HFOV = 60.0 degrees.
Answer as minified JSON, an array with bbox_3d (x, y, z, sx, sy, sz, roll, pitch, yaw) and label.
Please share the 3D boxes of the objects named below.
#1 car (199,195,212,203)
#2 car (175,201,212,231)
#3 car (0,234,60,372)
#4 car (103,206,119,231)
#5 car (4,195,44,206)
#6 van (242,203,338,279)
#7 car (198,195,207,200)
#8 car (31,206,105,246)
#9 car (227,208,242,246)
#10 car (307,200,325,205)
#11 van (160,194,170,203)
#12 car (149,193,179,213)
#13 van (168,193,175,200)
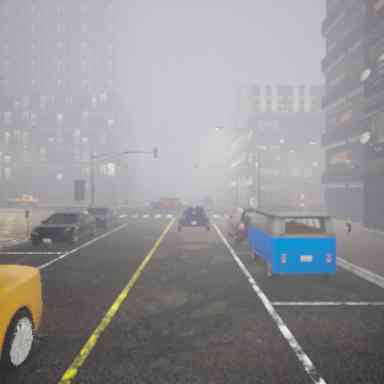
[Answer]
[{"bbox_3d":[2.723,1.498,60.132,1.947,1.339,4.313,0,0,0],"label":"car"},{"bbox_3d":[0.110,1.500,20.367,1.812,1.442,4.674,0,0,0],"label":"car"},{"bbox_3d":[-3.094,1.474,2.791,1.882,1.535,5.008,0,0,0],"label":"car"},{"bbox_3d":[-5.680,1.540,20.492,1.947,1.339,4.313,0,0,0],"label":"car"},{"bbox_3d":[-22.006,1.074,43.610,4.829,1.417,1.752,1,-1,-1],"label":"car"},{"bbox_3d":[2.694,1.328,9.691,1.690,1.788,3.998,0,0,0],"label":"van"},{"bbox_3d":[2.738,1.460,87.062,2.008,1.369,4.403,0,0,0],"label":"car"},{"bbox_3d":[-5.683,1.546,15.246,1.947,1.339,4.313,0,0,0],"label":"car"},{"bbox_3d":[2.697,1.421,15.242,1.967,1.590,4.097,0,0,0],"label":"car"},{"bbox_3d":[16.053,1.706,43.933,4.097,1.590,1.967,1,-1,-1],"label":"car"},{"bbox_3d":[-5.652,1.264,70.103,1.690,1.788,3.998,0,0,0],"label":"van"},{"bbox_3d":[-2.908,1.291,36.497,2.097,1.767,4.553,0,1,-33],"label":"car"},{"bbox_3d":[-5.640,1.246,92.720,1.690,1.788,3.998,0,0,0],"label":"van"}]
